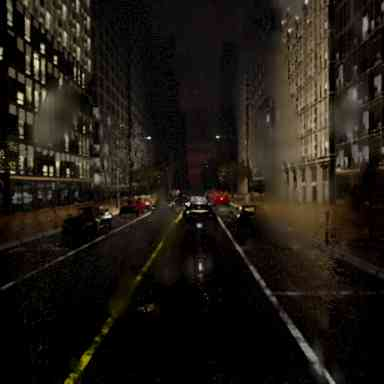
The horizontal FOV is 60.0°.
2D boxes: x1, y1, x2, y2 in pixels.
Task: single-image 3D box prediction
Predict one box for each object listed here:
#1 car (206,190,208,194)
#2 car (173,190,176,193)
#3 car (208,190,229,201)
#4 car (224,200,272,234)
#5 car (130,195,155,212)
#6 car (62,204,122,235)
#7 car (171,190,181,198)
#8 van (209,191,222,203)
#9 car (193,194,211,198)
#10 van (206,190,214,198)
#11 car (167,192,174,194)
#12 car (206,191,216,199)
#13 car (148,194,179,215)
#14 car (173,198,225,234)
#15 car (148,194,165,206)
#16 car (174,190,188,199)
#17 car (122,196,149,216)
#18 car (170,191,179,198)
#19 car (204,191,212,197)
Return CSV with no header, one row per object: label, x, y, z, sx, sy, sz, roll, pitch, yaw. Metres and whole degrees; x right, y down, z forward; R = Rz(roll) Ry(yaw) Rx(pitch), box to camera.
car,3.511,0.772,45.875,2.192,1.841,5.009,-1,1,1
car,-4.449,0.849,68.760,2.008,1.369,4.403,-1,1,1
car,3.407,0.835,40.192,2.192,1.841,5.009,-1,1,1
car,2.999,1.324,17.464,2.008,1.369,4.403,-1,1,1
car,-5.072,1.120,34.664,1.967,1.590,4.097,-1,1,1
car,-5.380,1.421,17.618,2.008,1.369,4.403,-1,1,1
car,-4.144,0.420,85.804,2.192,1.841,5.009,-1,1,1
van,3.615,0.734,51.557,1.690,1.788,3.998,-1,1,1
car,0.740,1.198,36.017,1.895,1.301,4.718,-1,1,1
van,4.028,0.478,74.286,1.690,1.788,3.998,-1,1,1
car,-4.656,0.992,57.395,1.947,1.339,4.313,-1,1,1
car,3.927,0.641,68.605,1.967,1.590,4.097,-1,1,1
car,-2.467,1.212,29.447,1.837,1.490,4.892,-1,1,1
car,0.388,1.294,17.663,2.128,1.511,4.902,-1,1,1
car,-4.866,1.081,45.860,1.752,1.417,4.829,-1,1,1
car,-1.836,0.831,64.069,1.837,1.490,4.892,-1,0,1
car,-5.172,1.325,28.983,1.802,1.307,4.206,-1,1,1
car,-4.244,0.609,80.123,1.967,1.590,4.097,-1,1,1
car,4.344,0.494,91.336,2.008,1.369,4.403,-1,1,1
